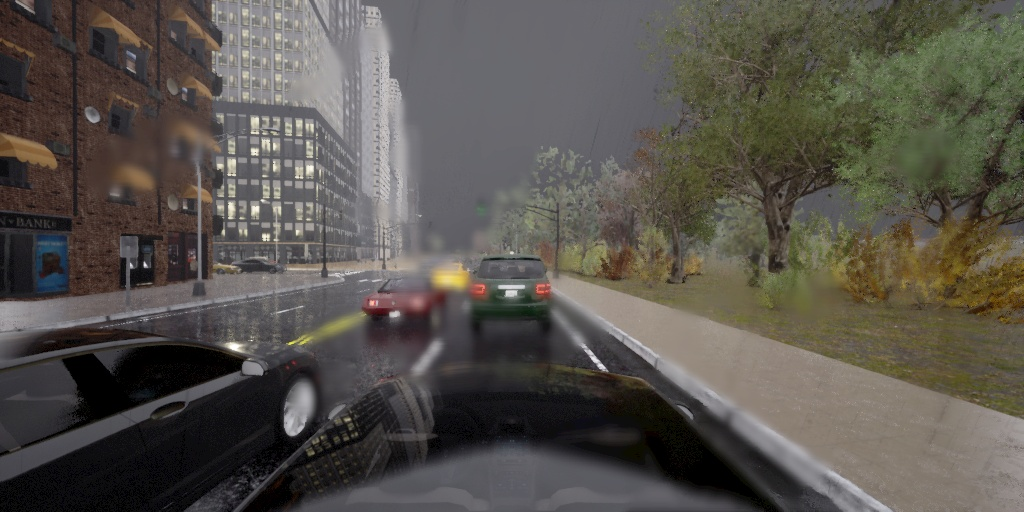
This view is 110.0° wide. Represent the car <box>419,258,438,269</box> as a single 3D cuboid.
[{"bbox_3d":[-12.636,1.284,53.650,1.994,1.385,4.181,0,0,-6],"label":"car"}]

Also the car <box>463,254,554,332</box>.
[{"bbox_3d":[-0.030,0.969,11.059,2.150,2.045,5.566,0,0,-1],"label":"car"}]

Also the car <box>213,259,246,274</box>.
[{"bbox_3d":[-26.646,0.939,31.370,4.829,1.417,1.751,0,0,-11],"label":"car"}]

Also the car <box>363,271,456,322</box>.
[{"bbox_3d":[-3.293,1.348,12.262,1.895,1.301,4.718,0,0,-1],"label":"car"}]

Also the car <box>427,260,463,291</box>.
[{"bbox_3d":[-3.594,1.221,21.838,1.882,1.535,5.008,0,0,-2],"label":"car"}]

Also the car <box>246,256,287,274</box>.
[{"bbox_3d":[-24.360,0.972,34.537,4.674,1.442,1.812,1,0,-9],"label":"car"}]

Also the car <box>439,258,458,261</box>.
[{"bbox_3d":[-9.517,1.264,55.138,2.033,1.411,5.357,0,0,-6],"label":"car"}]

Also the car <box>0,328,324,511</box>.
[{"bbox_3d":[-3.179,1.255,2.370,1.837,1.490,4.892,0,0,0],"label":"car"}]
